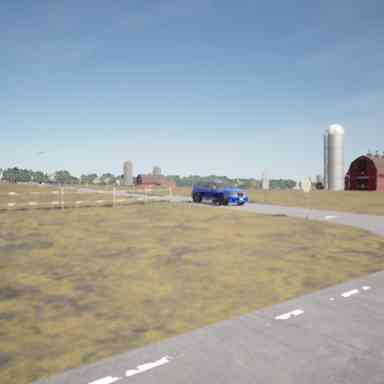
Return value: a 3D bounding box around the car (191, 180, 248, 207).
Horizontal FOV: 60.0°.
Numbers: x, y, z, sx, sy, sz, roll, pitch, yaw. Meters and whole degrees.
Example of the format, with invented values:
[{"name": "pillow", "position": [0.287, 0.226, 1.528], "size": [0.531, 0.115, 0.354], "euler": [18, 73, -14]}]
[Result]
[{"name": "car", "position": [2.159, 0.055, 27.517], "size": [2.150, 2.045, 5.566], "euler": [0, 2, -36]}]
